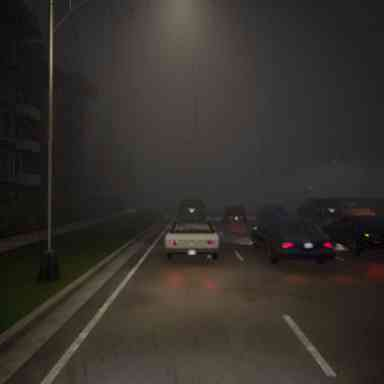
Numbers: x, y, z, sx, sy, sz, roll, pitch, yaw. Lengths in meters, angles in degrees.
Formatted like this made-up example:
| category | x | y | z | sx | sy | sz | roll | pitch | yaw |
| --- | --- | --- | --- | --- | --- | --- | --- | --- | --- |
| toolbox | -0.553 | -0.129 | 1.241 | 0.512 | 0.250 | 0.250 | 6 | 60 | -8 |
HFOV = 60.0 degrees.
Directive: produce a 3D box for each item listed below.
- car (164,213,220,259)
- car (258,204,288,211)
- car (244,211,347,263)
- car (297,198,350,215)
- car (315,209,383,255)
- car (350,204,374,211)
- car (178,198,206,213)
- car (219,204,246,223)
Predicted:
| category | x | y | z | sx | sy | sz | roll | pitch | yaw |
| --- | --- | --- | --- | --- | --- | --- | --- | --- | --- |
| car | 0.012 | 1.742 | 13.247 | 1.895 | 1.301 | 4.718 | 0 | -1 | 0 |
| car | 7.021 | 1.788 | 29.249 | 1.882 | 1.535 | 5.008 | 0 | 0 | 0 |
| car | 3.505 | 1.681 | 12.502 | 2.033 | 1.411 | 5.357 | 0 | -1 | 0 |
| car | 10.507 | 1.518 | 27.574 | 2.150 | 2.045 | 5.566 | 0 | 0 | 0 |
| car | 7.018 | 1.674 | 13.900 | 1.812 | 1.442 | 4.674 | 0 | 0 | 0 |
| car | 14.021 | 1.788 | 29.237 | 1.882 | 1.535 | 5.008 | 0 | 0 | 0 |
| car | 0.005 | 1.517 | 27.564 | 2.150 | 2.045 | 5.566 | 0 | 0 | 0 |
| car | 3.515 | 1.809 | 28.494 | 1.837 | 1.490 | 4.892 | 0 | 0 | 0 |
